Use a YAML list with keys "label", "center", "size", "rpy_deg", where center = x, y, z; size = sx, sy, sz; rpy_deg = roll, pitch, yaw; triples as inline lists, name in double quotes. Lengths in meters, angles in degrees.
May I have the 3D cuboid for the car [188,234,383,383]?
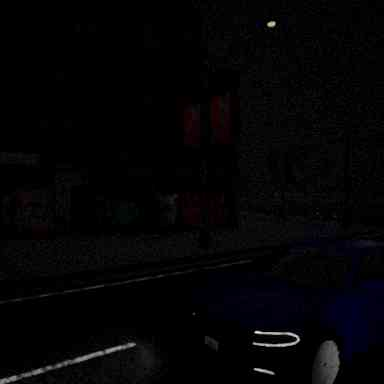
- label: "car"
  center: [2.228, 1.512, 5.398]
  size: [5.008, 1.535, 1.882]
  rpy_deg: [1, 0, -37]
